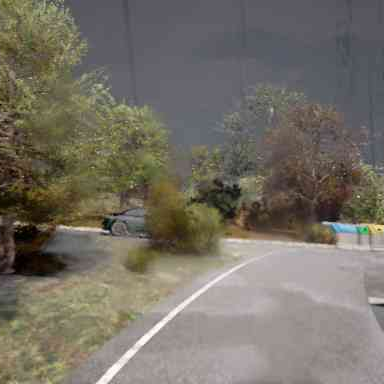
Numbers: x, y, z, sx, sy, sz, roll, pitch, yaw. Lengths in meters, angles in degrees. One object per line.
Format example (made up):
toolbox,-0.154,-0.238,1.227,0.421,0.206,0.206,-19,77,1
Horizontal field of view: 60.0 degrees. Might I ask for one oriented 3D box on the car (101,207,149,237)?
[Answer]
car,-2.082,1.442,15.599,4.181,1.385,1.994,7,-5,-19
